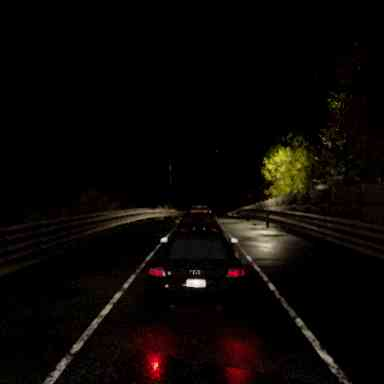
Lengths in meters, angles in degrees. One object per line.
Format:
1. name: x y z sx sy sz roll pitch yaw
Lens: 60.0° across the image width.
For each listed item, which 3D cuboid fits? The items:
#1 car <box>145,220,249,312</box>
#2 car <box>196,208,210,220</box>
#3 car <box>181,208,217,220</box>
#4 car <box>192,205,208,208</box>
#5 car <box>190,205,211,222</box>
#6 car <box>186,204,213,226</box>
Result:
1. car: 0.161 1.578 7.815 1.994 1.385 4.181 0 0 3
2. car: 1.600 3.151 46.940 1.882 1.535 5.008 0 -4 4
3. car: 0.306 1.606 14.285 1.837 1.490 4.892 0 -1 1
4. car: 0.460 1.763 20.990 2.128 1.511 4.902 0 -2 1
5. car: 1.010 2.313 36.120 2.097 1.767 4.553 0 -3 3
6. car: 0.678 1.934 28.929 2.097 1.767 4.553 0 -3 2
